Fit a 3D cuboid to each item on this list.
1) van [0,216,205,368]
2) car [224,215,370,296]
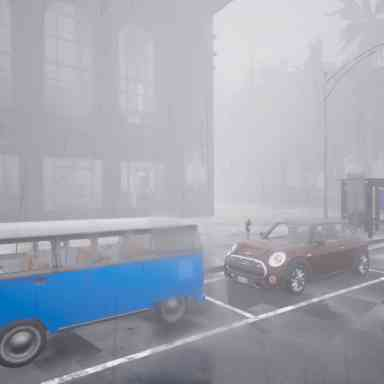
[{"bbox_3d":[-1.670,1.341,5.459,3.998,1.788,1.690,0,0,-35],"label":"van"},{"bbox_3d":[2.751,1.439,8.605,4.097,1.590,1.967,0,0,-35],"label":"car"}]
